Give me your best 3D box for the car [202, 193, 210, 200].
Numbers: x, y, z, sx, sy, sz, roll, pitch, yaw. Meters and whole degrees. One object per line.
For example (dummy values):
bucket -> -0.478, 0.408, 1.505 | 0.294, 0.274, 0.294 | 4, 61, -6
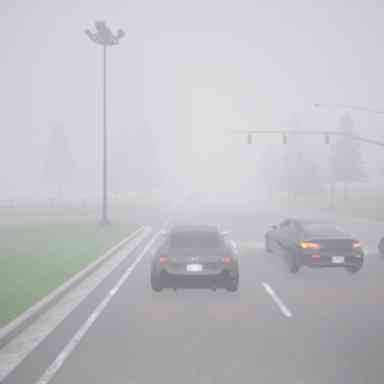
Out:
car -> 3.477, 1.172, 83.340 | 1.994, 1.385, 4.181 | 0, 0, 0

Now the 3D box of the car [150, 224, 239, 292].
car -> 0.068, 1.524, 8.861 | 1.994, 1.385, 4.181 | 0, 0, 0

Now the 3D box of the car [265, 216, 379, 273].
car -> 3.576, 1.479, 10.409 | 1.812, 1.442, 4.674 | 0, 0, 0

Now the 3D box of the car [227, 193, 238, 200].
car -> 10.477, 1.144, 83.342 | 1.812, 1.442, 4.674 | 0, 0, 0

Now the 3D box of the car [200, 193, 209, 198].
car -> 3.475, 0.940, 93.343 | 2.128, 1.511, 4.902 | 0, 0, 0

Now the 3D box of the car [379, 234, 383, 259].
car -> 7.068, 1.484, 9.086 | 1.812, 1.442, 4.674 | 0, 0, 0

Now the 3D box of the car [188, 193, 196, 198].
car -> -0.025, 0.940, 93.342 | 2.128, 1.511, 4.902 | 0, 0, 0

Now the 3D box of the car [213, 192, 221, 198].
car -> 6.975, 0.893, 93.343 | 1.882, 1.535, 5.008 | 0, 0, 0

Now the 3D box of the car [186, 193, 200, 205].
car -> -0.014, 1.313, 52.303 | 2.033, 1.411, 5.357 | 0, 0, 0

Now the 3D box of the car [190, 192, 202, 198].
car -> 0.389, 0.967, 65.853 | 2.150, 2.045, 5.566 | 0, -1, 0

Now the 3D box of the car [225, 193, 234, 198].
car -> 10.475, 0.955, 93.345 | 2.033, 1.411, 5.357 | 0, 0, 0

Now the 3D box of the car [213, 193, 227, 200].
car -> 6.977, 1.144, 83.341 | 1.812, 1.442, 4.674 | 0, 0, 0
